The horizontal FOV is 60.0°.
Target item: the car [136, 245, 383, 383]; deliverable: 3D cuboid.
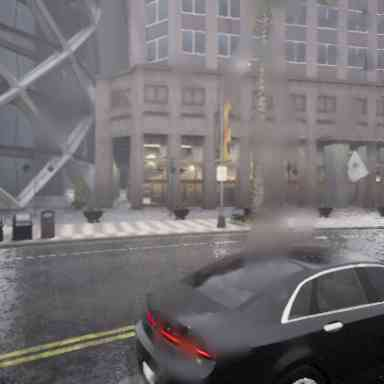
[{"bbox_3d":[1.738,1.474,4.289,4.892,1.490,1.837,0,0,-28],"label":"car"}]
